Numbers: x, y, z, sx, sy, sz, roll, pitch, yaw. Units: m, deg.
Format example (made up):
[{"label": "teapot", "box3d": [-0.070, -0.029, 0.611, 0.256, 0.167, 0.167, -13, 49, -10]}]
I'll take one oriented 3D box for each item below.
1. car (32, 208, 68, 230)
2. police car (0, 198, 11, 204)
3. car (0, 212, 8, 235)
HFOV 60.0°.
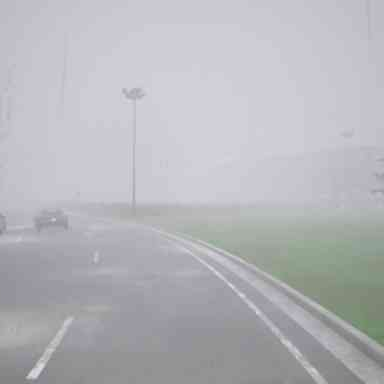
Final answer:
[{"label": "car", "box3d": [-9.866, 1.777, 23.086, 1.994, 1.385, 4.181, 0, -1, -29]}, {"label": "police car", "box3d": [-46.285, 2.198, 82.453, 1.930, 1.638, 5.238, 0, -1, -36]}, {"label": "car", "box3d": [-11.993, 1.732, 19.461, 2.033, 1.411, 5.357, 0, -1, -27]}]
